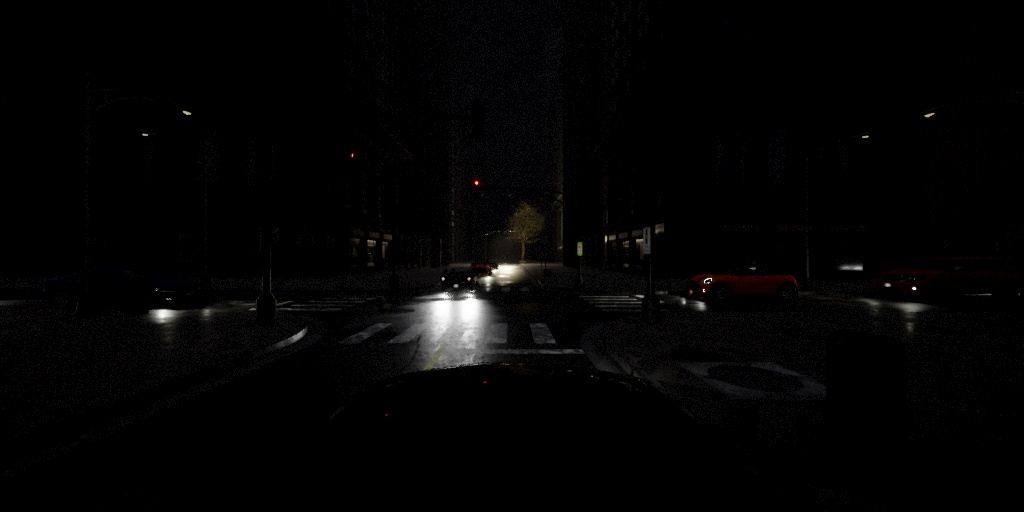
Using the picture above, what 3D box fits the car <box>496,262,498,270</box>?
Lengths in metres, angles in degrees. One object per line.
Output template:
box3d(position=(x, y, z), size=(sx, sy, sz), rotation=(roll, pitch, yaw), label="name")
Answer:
box3d(position=(-3.065, 1.333, 52.200), size=(1.994, 1.385, 4.181), rotation=(0, 0, 0), label="car")

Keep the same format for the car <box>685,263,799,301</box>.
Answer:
box3d(position=(10.785, 1.139, 17.088), size=(4.553, 1.767, 2.097), rotation=(0, 0, 0), label="car")

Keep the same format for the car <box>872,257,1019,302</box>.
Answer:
box3d(position=(20.686, 1.039, 17.077), size=(5.566, 2.045, 2.150), rotation=(0, 0, 0), label="car")

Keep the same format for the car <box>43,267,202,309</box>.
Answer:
box3d(position=(-14.907, 1.177, 13.895), size=(5.008, 1.535, 1.882), rotation=(0, 0, 2), label="car")

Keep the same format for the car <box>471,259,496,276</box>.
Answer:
box3d(position=(-3.087, 1.109, 36.465), size=(2.097, 1.767, 4.553), rotation=(0, 0, 0), label="car")

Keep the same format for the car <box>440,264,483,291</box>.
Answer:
box3d(position=(-3.092, 1.351, 22.046), size=(1.895, 1.301, 4.718), rotation=(0, 0, 0), label="car")
